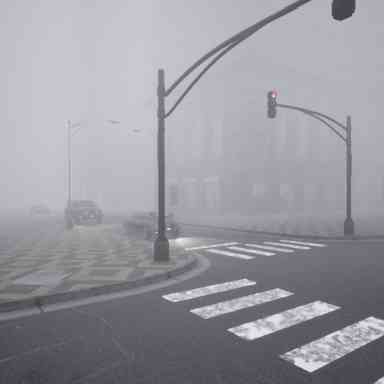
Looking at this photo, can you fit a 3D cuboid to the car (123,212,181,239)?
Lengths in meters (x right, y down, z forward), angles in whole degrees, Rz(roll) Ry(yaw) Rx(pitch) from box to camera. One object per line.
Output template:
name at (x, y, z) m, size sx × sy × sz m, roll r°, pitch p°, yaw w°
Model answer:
car at (-2.402, 1.847, 19.468) m, size 1.994 × 1.385 × 4.181 m, roll 0°, pitch -1°, yaw -35°

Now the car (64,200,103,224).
car at (-9.924, 1.732, 30.087) m, size 2.150 × 2.045 × 5.566 m, roll 0°, pitch -1°, yaw -35°

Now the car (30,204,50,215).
car at (-21.020, 2.392, 45.874) m, size 2.033 × 1.411 × 5.357 m, roll 0°, pitch -1°, yaw -35°
